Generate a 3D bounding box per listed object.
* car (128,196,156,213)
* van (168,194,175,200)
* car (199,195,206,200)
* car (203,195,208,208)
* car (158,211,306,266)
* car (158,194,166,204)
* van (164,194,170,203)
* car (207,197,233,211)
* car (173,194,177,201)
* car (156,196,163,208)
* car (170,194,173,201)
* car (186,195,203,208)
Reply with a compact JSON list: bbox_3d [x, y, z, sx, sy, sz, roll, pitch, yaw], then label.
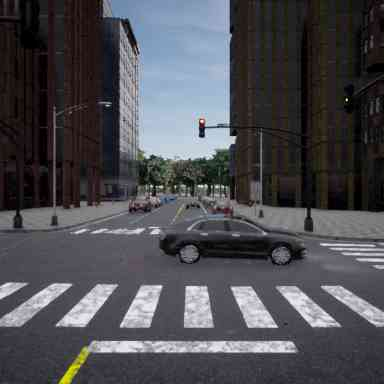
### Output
[{"bbox_3d":[-5.734,1.321,37.157,2.192,1.841,5.009,0,0,0],"label":"car"},{"bbox_3d":[-5.693,1.378,91.533,1.690,1.788,3.998,0,0,0],"label":"van"},{"bbox_3d":[2.833,1.562,91.696,1.752,1.417,4.829,0,0,0],"label":"car"},{"bbox_3d":[2.799,1.561,48.025,2.008,1.369,4.403,0,0,0],"label":"car"},{"bbox_3d":[1.317,1.557,11.238,4.892,1.490,1.837,1,0,0],"label":"car"},{"bbox_3d":[-5.722,1.538,53.300,1.752,1.417,4.829,0,0,0],"label":"car"},{"bbox_3d":[-5.713,1.359,64.345,1.690,1.788,3.998,0,0,0],"label":"van"},{"bbox_3d":[2.787,1.445,31.713,1.967,1.590,4.097,0,0,0],"label":"car"},{"bbox_3d":[-5.696,1.598,86.095,1.947,1.339,4.313,0,0,0],"label":"car"},{"bbox_3d":[-5.726,1.592,48.032,1.802,1.307,4.206,0,0,0],"label":"car"},{"bbox_3d":[-5.709,1.572,69.783,2.008,1.369,4.403,0,0,0],"label":"car"},{"bbox_3d":[0.137,1.557,47.686,2.033,1.411,5.357,0,0,0],"label":"car"}]
